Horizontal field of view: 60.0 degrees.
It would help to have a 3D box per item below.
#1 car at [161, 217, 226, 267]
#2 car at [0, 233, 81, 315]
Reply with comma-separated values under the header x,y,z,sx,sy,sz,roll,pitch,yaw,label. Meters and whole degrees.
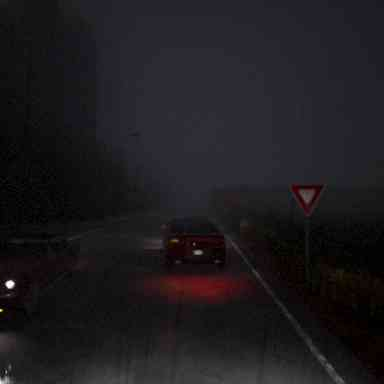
x,y,z,sx,sy,sz,roll,pitch,yaw,label
-0.080,1.636,12.114,1.882,1.535,5.008,0,-1,-6,car
-4.065,1.701,7.799,1.895,1.301,4.718,0,-1,-6,car
